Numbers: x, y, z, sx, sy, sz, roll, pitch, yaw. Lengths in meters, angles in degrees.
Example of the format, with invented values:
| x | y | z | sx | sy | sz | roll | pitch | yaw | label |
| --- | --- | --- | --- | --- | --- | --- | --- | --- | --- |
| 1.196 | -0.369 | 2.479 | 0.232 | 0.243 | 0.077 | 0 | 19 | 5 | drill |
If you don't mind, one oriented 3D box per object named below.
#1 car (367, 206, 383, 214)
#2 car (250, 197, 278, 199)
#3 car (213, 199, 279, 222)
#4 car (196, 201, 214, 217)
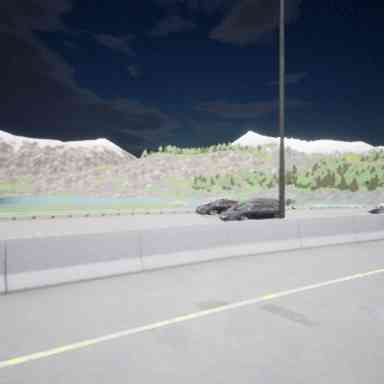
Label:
| x | y | z | sx | sy | sz | roll | pitch | yaw | label |
| --- | --- | --- | --- | --- | --- | --- | --- | --- | --- |
| 15.419 | 1.469 | 24.713 | 5.357 | 1.411 | 2.033 | 0 | 0 | -25 | car |
| 5.398 | 1.261 | 27.478 | 4.553 | 1.767 | 2.097 | 0 | 0 | -28 | car |
| 4.181 | 1.429 | 22.847 | 4.892 | 1.490 | 1.837 | 0 | 0 | -29 | car |
| 2.677 | 1.405 | 29.993 | 4.892 | 1.490 | 1.837 | 0 | 0 | -28 | car |
